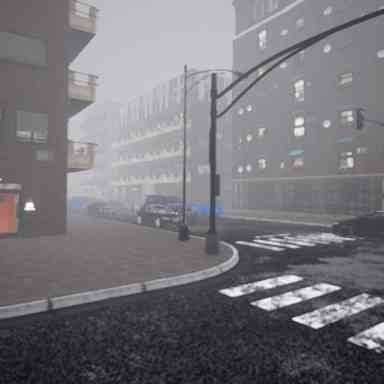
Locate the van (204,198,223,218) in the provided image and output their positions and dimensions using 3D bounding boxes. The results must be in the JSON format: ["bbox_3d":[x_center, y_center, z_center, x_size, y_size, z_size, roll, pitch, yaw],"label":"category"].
[{"bbox_3d":[1.134,1.429,30.865,1.690,1.788,3.998,1,-1,-35],"label":"van"}]

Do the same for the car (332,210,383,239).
[{"bbox_3d":[9.003,1.575,15.924,4.181,1.385,1.994,-1,0,38],"label":"car"}]

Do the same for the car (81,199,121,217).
[{"bbox_3d":[-8.531,1.586,30.988,1.802,1.307,4.206,1,-1,-35],"label":"car"}]

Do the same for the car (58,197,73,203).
[{"bbox_3d":[-27.485,1.717,72.289,1.887,1.381,4.507,1,-1,-35],"label":"car"}]

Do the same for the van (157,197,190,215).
[{"bbox_3d":[-2.046,1.440,35.468,1.690,1.788,3.998,1,-1,-35],"label":"van"}]

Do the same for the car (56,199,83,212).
[{"bbox_3d":[-14.890,1.575,40.193,2.008,1.369,4.403,1,-1,-35],"label":"car"}]

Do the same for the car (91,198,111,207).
[{"bbox_3d":[-14.766,1.720,53.877,1.802,1.307,4.206,1,-1,-35],"label":"car"}]

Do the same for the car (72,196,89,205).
[{"bbox_3d":[-21.125,1.596,63.084,1.967,1.590,4.097,1,-1,-35],"label":"car"}]

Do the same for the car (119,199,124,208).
[{"bbox_3d":[-11.587,1.673,49.275,1.887,1.381,4.507,1,-1,-35],"label":"car"}]

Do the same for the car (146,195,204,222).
[{"bbox_3d":[-1.788,1.239,25.573,2.150,2.045,5.566,1,-1,-35],"label":"car"}]

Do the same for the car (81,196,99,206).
[{"bbox_3d":[-17.945,1.587,58.481,1.967,1.590,4.097,1,-1,-35],"label":"car"}]

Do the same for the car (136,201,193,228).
[{"bbox_3d":[-2.171,1.534,21.782,2.008,1.369,4.403,1,-1,-35],"label":"car"}]

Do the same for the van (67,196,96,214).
[{"bbox_3d":[-11.709,1.355,35.592,1.690,1.788,3.998,1,-1,-35],"label":"van"}]

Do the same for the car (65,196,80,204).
[{"bbox_3d":[-24.304,1.604,67.687,1.967,1.590,4.097,1,-1,-35],"label":"car"}]

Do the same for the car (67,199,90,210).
[{"bbox_3d":[-15.661,1.664,45.734,1.895,1.301,4.718,1,-1,-34],"label":"car"}]
